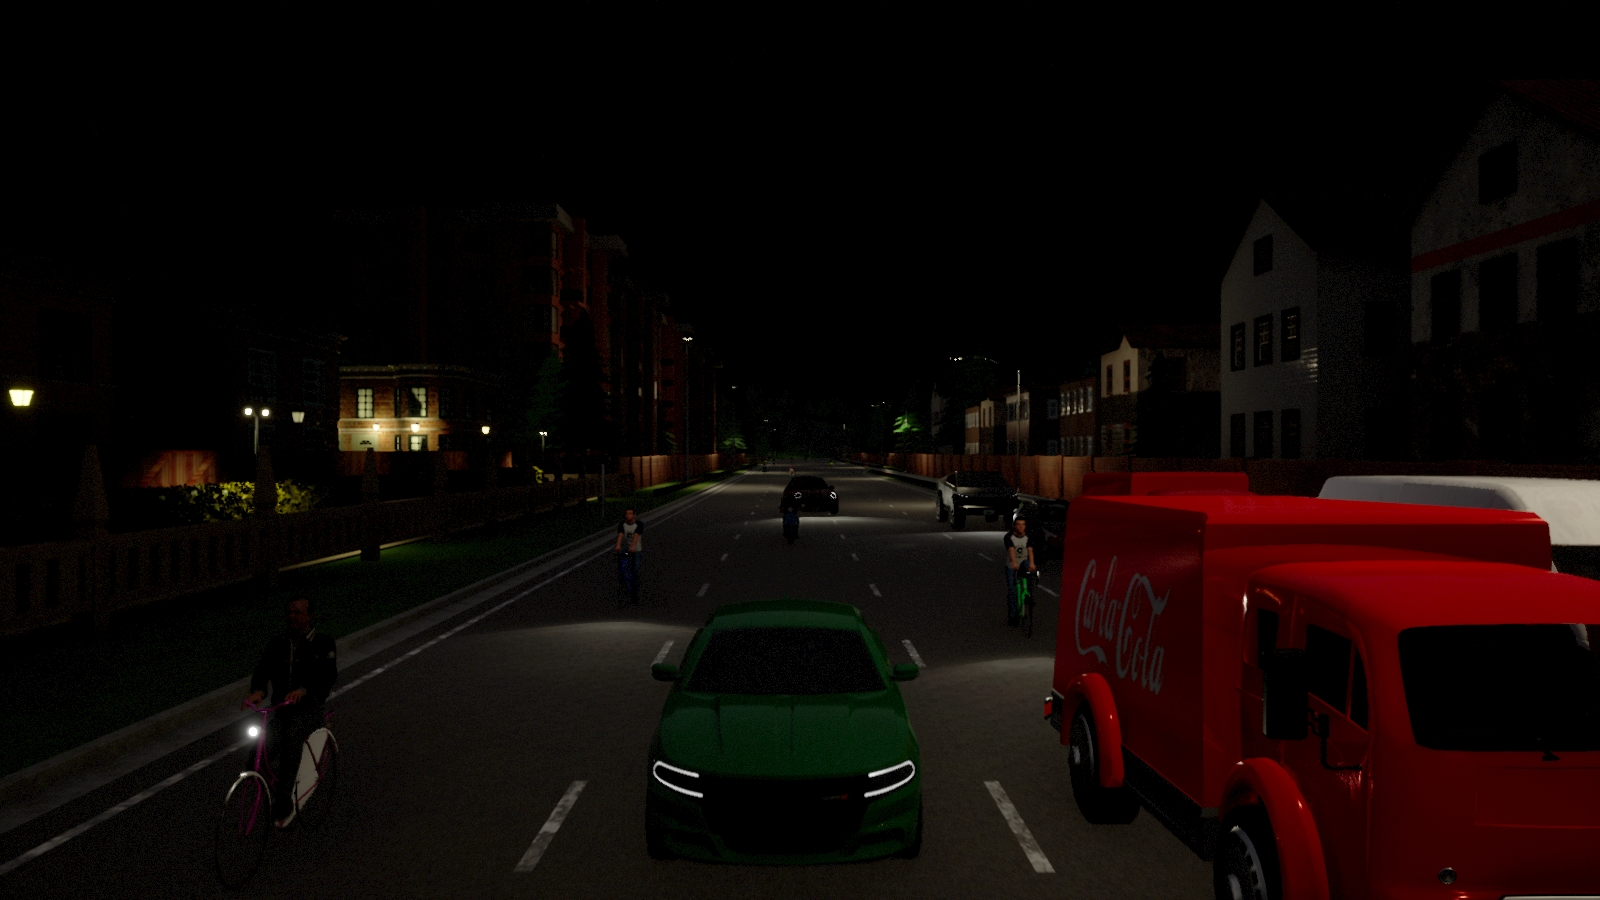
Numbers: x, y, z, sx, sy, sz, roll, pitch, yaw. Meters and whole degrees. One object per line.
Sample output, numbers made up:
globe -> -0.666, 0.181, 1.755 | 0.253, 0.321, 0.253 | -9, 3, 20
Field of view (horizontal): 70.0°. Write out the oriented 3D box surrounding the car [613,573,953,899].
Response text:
car -> -0.121, 2.056, 9.551 | 2.097, 1.535, 5.006 | 0, 0, 0

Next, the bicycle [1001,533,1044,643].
bicycle -> 3.432, 2.094, 17.720 | 0.373, 1.496, 1.643 | 0, 0, 1

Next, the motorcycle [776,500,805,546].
motorcycle -> -0.286, 2.214, 35.024 | 0.856, 1.316, 1.805 | 0, 0, 0

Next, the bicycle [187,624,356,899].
bicycle -> -3.592, 2.080, 7.908 | 0.329, 1.471, 1.835 | 0, 0, 0

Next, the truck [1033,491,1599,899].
truck -> 3.393, 1.588, 7.515 | 2.627, 2.467, 5.204 | 0, 0, 0

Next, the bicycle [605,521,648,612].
bicycle -> -3.162, 2.100, 20.909 | 0.373, 1.496, 1.643 | 1, 0, 5

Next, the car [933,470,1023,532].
car -> 6.631, 1.841, 43.335 | 2.390, 2.098, 6.274 | 0, 0, 0

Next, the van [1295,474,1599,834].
van -> 6.875, 1.559, 10.574 | 1.988, 2.561, 5.915 | 0, 0, 0

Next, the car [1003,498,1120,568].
car -> 6.729, 2.102, 29.947 | 2.007, 1.525, 4.514 | 0, 0, 0
